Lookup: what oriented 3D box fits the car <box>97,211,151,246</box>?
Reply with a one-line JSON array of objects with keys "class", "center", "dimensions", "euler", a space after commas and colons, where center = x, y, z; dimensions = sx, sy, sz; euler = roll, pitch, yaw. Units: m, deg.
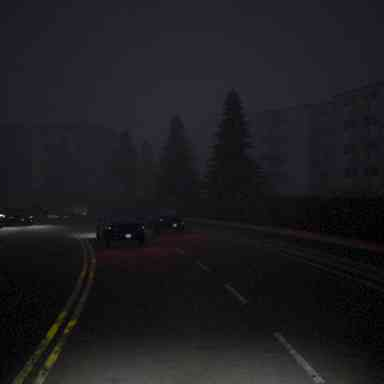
[{"class": "car", "center": [-3.608, 1.730, 16.530], "dimensions": [1.812, 1.442, 4.674], "euler": [0, -1, -22]}]

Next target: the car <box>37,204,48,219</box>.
[{"class": "car", "center": [-16.601, 1.983, 34.144], "dimensions": [4.902, 1.511, 2.128], "euler": [-1, -1, 41]}]

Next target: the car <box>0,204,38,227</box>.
[{"class": "car", "center": [-14.453, 1.903, 26.975], "dimensions": [1.837, 1.490, 4.892], "euler": [1, -1, -43]}]

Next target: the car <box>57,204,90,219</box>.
[{"class": "car", "center": [-12.564, 1.998, 35.256], "dimensions": [4.674, 1.442, 1.812], "euler": [-1, -1, 43]}]

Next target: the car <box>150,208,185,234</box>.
[{"class": "car", "center": [-2.025, 1.768, 21.282], "dimensions": [1.812, 1.442, 4.674], "euler": [0, -1, -27]}]
